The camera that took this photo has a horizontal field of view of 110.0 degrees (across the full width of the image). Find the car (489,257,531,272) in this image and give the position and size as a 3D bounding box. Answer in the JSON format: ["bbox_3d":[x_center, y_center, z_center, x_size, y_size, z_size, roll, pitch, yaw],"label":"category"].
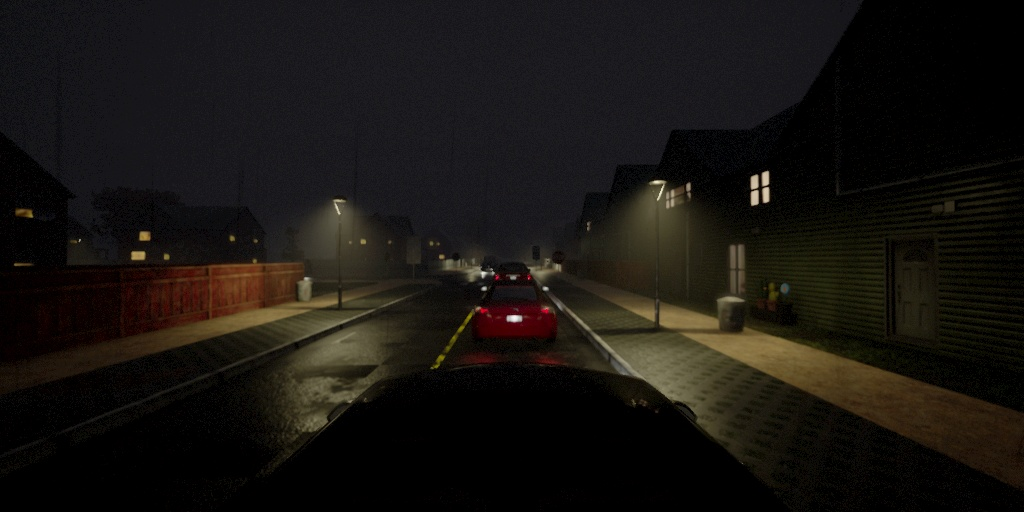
[{"bbox_3d":[-0.001,1.101,19.717,2.097,1.767,4.553,0,0,-2],"label":"car"}]

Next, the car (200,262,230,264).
[{"bbox_3d":[-24.128,1.229,29.832,4.892,1.490,1.837,0,-1,0],"label":"car"}]

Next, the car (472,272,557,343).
[{"bbox_3d":[0.073,1.313,9.717,1.994,1.385,4.181,0,0,1],"label":"car"}]

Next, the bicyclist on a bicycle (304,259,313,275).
[{"bbox_3d":[-20.292,1.093,35.726,0.582,1.620,1.656,0,0,-1],"label":"bicyclist on a bicycle"}]

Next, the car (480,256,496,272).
[{"bbox_3d":[-2.946,0.973,47.816,2.150,2.045,5.566,0,0,0],"label":"car"}]
